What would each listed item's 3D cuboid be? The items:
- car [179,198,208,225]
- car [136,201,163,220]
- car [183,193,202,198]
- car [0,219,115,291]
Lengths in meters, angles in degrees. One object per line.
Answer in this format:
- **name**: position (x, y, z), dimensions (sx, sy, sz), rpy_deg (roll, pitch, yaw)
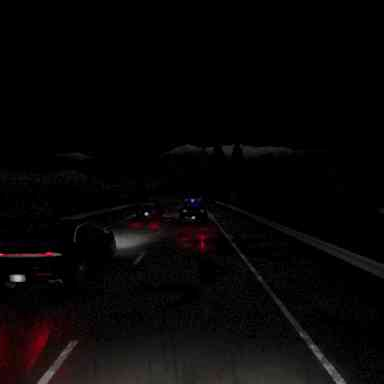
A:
- **car**: position (0.094, 1.426, 23.540), dimensions (2.128, 1.511, 4.902), rpy_deg (0, 0, 0)
- **car**: position (-3.407, 1.451, 27.230), dimensions (1.812, 1.442, 4.674), rpy_deg (0, 0, 0)
- **car**: position (0.066, 1.111, 40.998), dimensions (2.150, 2.045, 5.566), rpy_deg (0, 0, -1)
- **car**: position (-3.402, 1.467, 8.935), dimensions (2.128, 1.511, 4.902), rpy_deg (0, 0, 0)
